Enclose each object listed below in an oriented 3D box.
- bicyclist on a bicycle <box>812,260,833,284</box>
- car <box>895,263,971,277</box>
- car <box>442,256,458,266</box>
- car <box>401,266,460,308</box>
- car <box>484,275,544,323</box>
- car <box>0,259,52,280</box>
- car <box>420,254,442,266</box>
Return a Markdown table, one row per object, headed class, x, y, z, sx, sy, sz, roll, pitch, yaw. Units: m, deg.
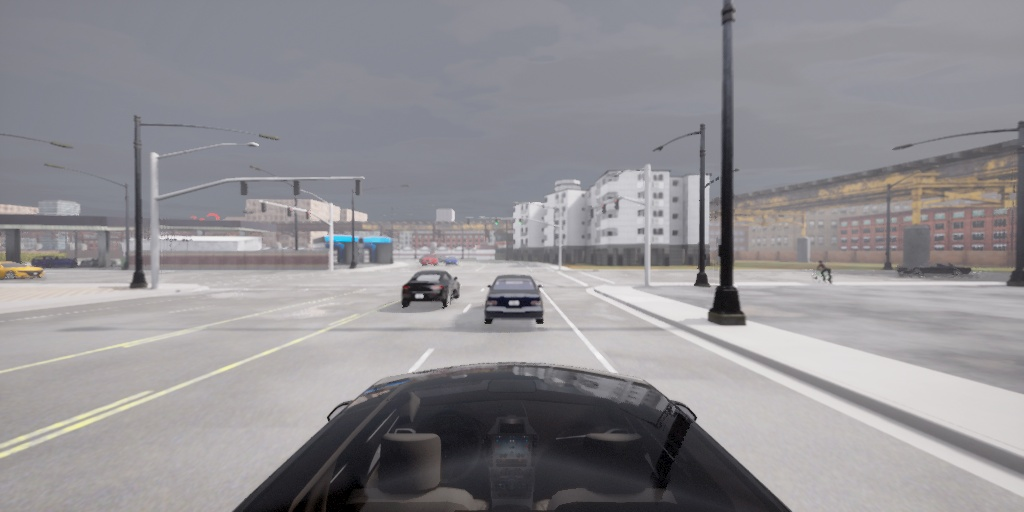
| class | x | y | z | sx | sy | sz | roll | pitch | yaw |
| --- | --- | --- | --- | --- | --- | --- | --- | --- | --- |
| bicyclist on a bicycle | 21.359 | 1.115 | 24.669 | 0.582 | 1.620 | 1.656 | 0 | 0 | -1 |
| car | 40.875 | 1.296 | 34.969 | 4.718 | 1.301 | 1.895 | 0 | 1 | 17 |
| car | -10.218 | 0.887 | 61.027 | 1.882 | 1.535 | 5.008 | 0 | 1 | -5 |
| car | -3.413 | 1.325 | 15.561 | 1.812 | 1.442 | 4.674 | 0 | 0 | 0 |
| car | 0.073 | 1.346 | 12.384 | 2.033 | 1.411 | 5.357 | 0 | 0 | 0 |
| car | -43.368 | 1.229 | 30.714 | 5.008 | 1.535 | 1.882 | 0 | 1 | -1 |
| car | -13.558 | 0.646 | 59.563 | 2.150 | 2.045 | 5.566 | 0 | 1 | -4 |
